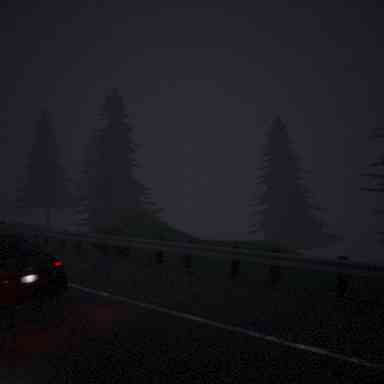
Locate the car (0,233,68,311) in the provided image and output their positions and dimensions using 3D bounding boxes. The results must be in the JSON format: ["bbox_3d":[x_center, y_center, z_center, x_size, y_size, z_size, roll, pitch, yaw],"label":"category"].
[{"bbox_3d":[-4.704,1.650,7.564,4.181,1.385,1.994,-1,0,37],"label":"car"}]
